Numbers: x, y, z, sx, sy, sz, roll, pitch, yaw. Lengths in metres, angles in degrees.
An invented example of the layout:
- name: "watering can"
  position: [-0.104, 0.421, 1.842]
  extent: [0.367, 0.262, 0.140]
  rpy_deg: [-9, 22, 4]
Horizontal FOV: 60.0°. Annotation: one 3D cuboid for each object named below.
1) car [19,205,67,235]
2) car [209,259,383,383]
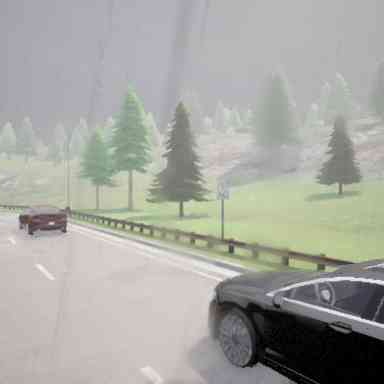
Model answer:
- name: "car"
  position: [-8.610, 1.473, 19.068]
  extent: [1.882, 1.535, 5.008]
  rpy_deg: [0, 0, -35]
- name: "car"
  position: [2.126, 1.491, 3.547]
  extent: [2.128, 1.511, 4.902]
  rpy_deg: [0, 0, -35]
